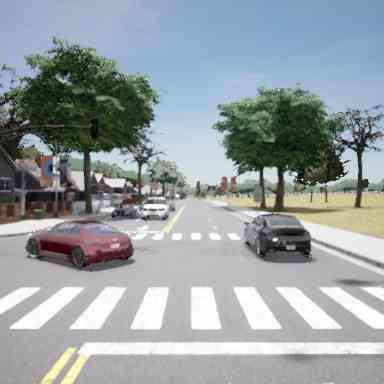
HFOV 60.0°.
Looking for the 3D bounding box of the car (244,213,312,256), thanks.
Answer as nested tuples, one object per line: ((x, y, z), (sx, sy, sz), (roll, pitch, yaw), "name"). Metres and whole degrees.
((3.338, 1.642, 13.619), (1.837, 1.490, 4.892), (0, 0, 0), "car")

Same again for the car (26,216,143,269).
((-4.021, 1.682, 11.716), (4.181, 1.385, 1.994), (-1, -1, 37), "car")

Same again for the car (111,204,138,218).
((-6.603, 1.892, 32.767), (1.994, 1.385, 4.181), (0, -1, 0), "car")

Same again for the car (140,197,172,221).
((-3.355, 1.534, 31.308), (2.150, 2.045, 5.566), (0, -1, 0), "car")

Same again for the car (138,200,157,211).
((-6.583, 2.000, 49.946), (2.128, 1.511, 4.902), (0, -1, 0), "car")

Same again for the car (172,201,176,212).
((-3.344, 1.972, 47.419), (2.128, 1.511, 4.902), (0, -1, 0), "car")
